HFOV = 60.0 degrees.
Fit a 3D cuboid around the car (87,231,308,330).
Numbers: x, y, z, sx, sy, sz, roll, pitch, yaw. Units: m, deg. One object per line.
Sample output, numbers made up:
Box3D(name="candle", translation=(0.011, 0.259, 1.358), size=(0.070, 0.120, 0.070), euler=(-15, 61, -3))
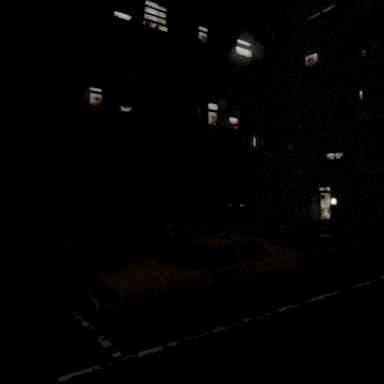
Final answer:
Box3D(name="car", translation=(0.384, 1.515, 6.848), size=(4.829, 1.417, 1.752), euler=(0, -1, -35))
